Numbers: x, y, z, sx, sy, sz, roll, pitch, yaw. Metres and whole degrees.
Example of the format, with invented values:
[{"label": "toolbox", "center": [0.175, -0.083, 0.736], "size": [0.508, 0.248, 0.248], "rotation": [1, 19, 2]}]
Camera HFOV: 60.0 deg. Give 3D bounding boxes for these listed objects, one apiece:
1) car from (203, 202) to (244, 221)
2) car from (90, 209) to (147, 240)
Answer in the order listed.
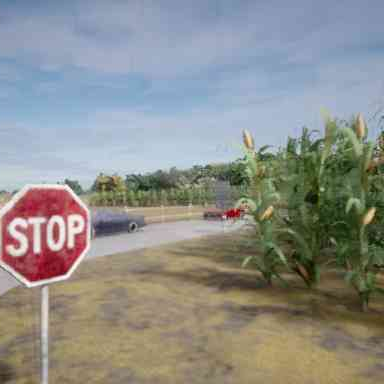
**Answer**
[{"label": "car", "center": [2.827, 1.638, 29.225], "size": [1.882, 1.535, 5.008], "rotation": [0, 0, 35]}, {"label": "car", "center": [-4.847, 1.688, 18.406], "size": [2.033, 1.411, 5.357], "rotation": [0, 0, 35]}]
